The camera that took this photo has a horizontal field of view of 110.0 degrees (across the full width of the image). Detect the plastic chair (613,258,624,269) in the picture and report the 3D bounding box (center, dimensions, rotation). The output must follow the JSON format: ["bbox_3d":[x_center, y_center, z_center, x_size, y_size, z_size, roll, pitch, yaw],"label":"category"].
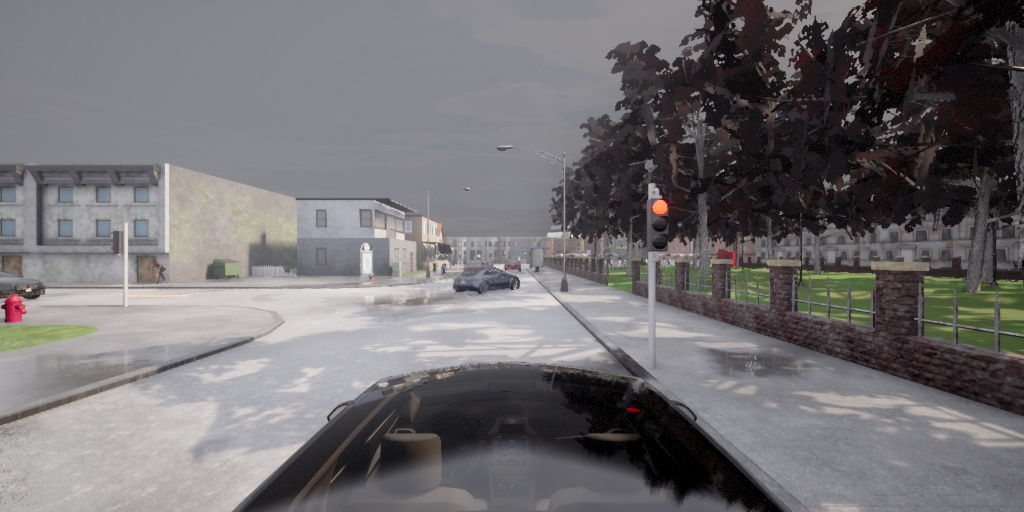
[{"bbox_3d":[16.012,1.296,54.021,0.750,1.272,0.730,0,0,-40],"label":"plastic chair"}]

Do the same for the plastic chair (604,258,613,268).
[{"bbox_3d":[14.306,1.306,54.117,0.730,1.272,0.750,0,0,-35],"label":"plastic chair"}]

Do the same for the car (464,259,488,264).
[{"bbox_3d":[-4.109,1.102,39.527,2.097,1.767,4.553,0,0,0],"label":"car"}]

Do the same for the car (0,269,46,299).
[{"bbox_3d":[-23.656,1.255,15.746,4.892,1.490,1.837,0,0,0],"label":"car"}]

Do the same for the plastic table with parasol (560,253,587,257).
[{"bbox_3d":[9.959,0.684,57.757,2.482,2.480,2.482,0,0,-40],"label":"plastic table with parasol"}]

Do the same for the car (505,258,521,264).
[{"bbox_3d":[0.093,1.102,47.203,2.097,1.767,4.553,0,0,0],"label":"car"}]

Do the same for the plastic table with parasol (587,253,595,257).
[{"bbox_3d":[14.655,0.673,63.233,2.482,2.480,2.482,0,0,-42],"label":"plastic table with parasol"}]

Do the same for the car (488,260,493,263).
[{"bbox_3d":[-4.108,1.297,49.042,2.033,1.411,5.357,0,0,0],"label":"car"}]

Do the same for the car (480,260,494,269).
[{"bbox_3d":[-4.087,1.314,58.893,1.994,1.385,4.181,0,0,0],"label":"car"}]

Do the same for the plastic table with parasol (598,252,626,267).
[{"bbox_3d":[15.279,0.694,55.020,2.482,2.480,2.482,0,0,-40],"label":"plastic table with parasol"}]

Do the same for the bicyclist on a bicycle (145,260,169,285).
[{"bbox_3d":[-23.867,1.098,24.144,0.582,1.620,1.656,0,0,0],"label":"bicyclist on a bicycle"}]

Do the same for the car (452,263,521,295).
[{"bbox_3d":[-1.367,1.314,20.131,1.994,1.385,4.181,0,0,37],"label":"car"}]
